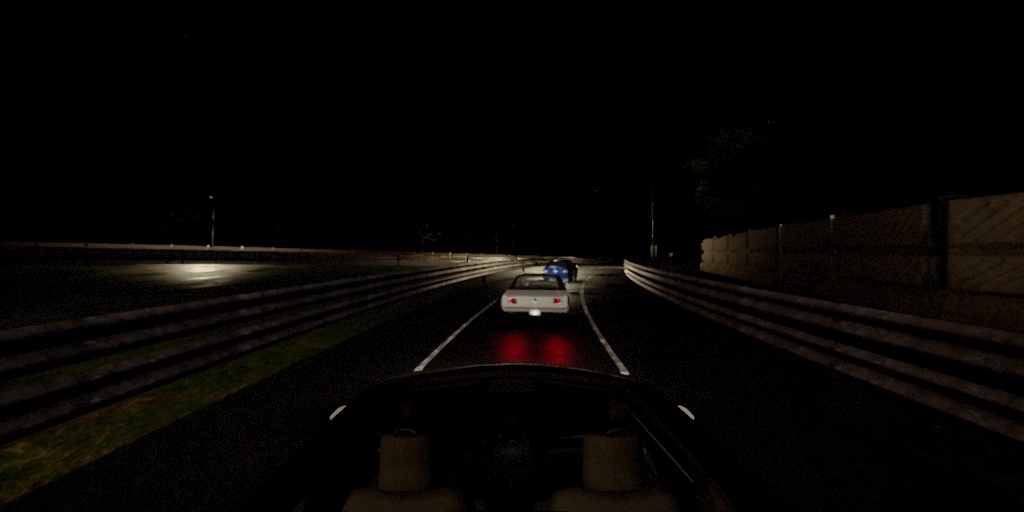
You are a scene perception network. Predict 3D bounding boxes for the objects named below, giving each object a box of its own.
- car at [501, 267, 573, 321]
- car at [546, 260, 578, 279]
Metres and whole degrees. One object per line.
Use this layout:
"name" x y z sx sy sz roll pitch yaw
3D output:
"car" 0.889 1.216 11.921 1.895 1.301 4.718 0 1 7
"car" 3.357 0.950 24.371 2.033 1.411 5.357 0 1 17
